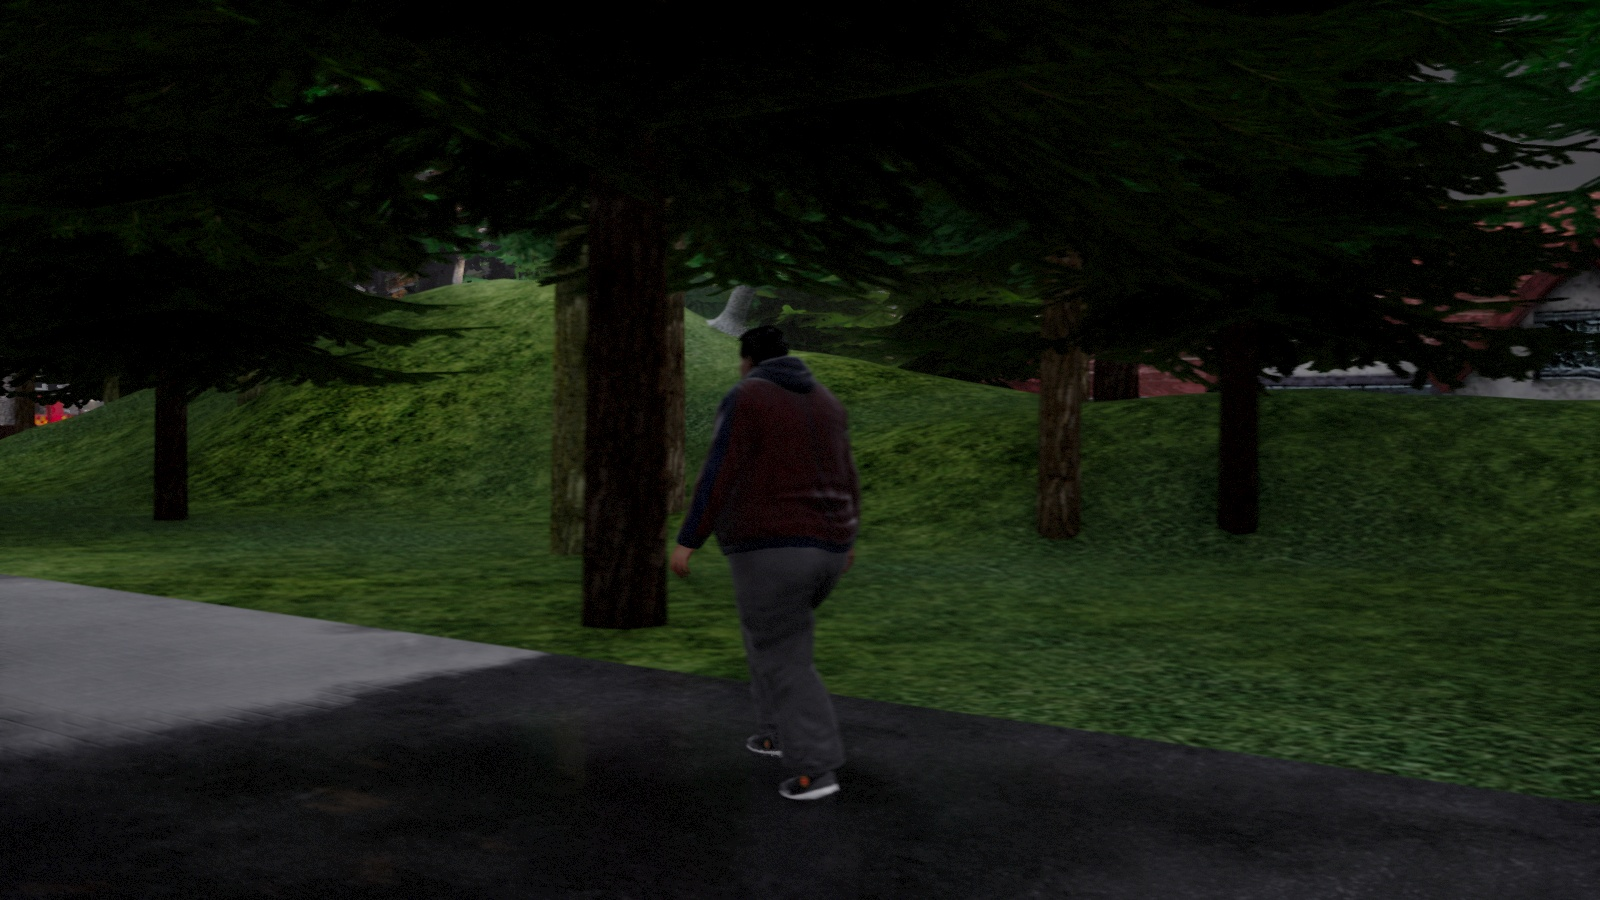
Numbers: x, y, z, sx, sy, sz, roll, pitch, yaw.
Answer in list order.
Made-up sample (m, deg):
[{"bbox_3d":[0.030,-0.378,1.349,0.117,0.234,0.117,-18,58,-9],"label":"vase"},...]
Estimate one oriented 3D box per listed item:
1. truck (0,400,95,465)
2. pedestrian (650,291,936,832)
[{"bbox_3d":[-47.729,-1.037,75.900,2.891,3.827,8.468,0,1,34],"label":"truck"},{"bbox_3d":[-0.038,0.375,4.823,0.634,1.844,0.899,-1,1,-44],"label":"pedestrian"}]
